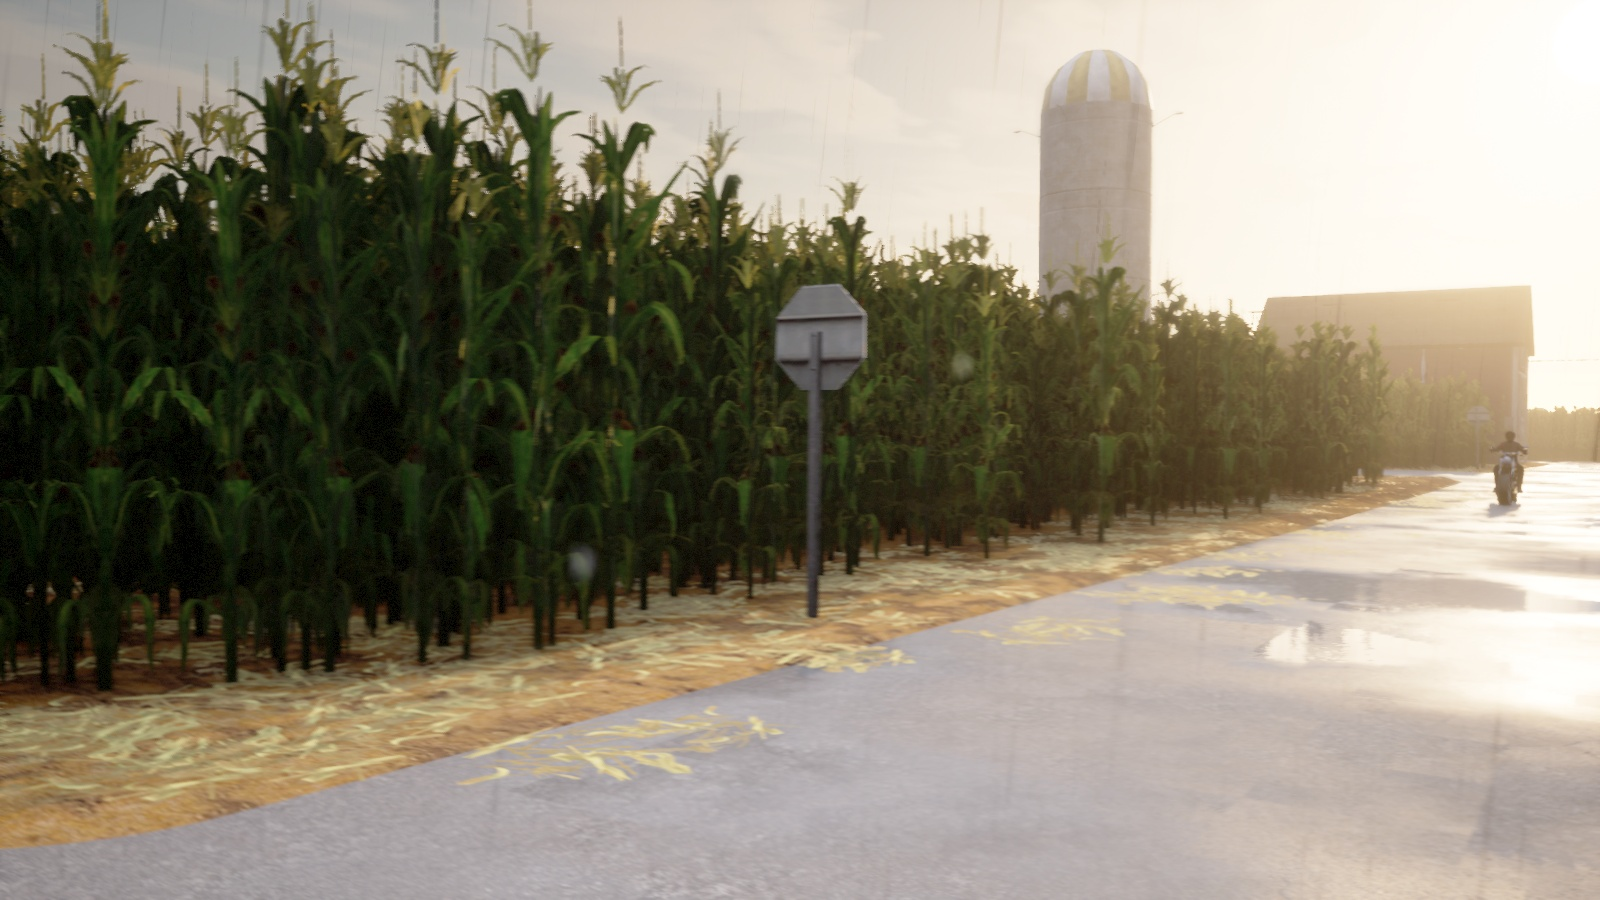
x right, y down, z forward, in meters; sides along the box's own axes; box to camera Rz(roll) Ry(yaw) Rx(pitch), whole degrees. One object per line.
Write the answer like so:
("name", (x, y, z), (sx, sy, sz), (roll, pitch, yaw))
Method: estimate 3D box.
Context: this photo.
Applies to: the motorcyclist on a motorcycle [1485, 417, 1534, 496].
("motorcyclist on a motorcycle", (15.545, 0.106, 27.477), (0.766, 1.649, 2.350), (0, 2, 34))
